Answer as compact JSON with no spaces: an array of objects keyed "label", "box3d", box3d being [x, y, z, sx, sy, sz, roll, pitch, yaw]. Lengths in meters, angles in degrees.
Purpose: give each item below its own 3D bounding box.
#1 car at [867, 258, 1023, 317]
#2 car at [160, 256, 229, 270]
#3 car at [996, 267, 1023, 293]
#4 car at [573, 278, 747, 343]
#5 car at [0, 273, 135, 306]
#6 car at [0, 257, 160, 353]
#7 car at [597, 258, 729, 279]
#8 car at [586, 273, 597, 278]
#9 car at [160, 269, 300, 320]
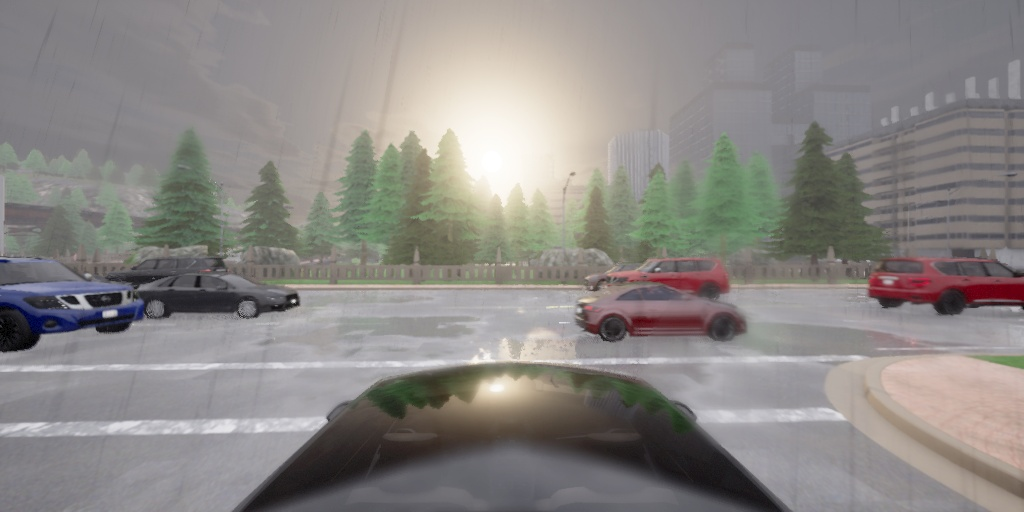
[{"label":"car","box3d":[16.725,1.094,13.485,5.566,2.045,2.150,0,0,-2]},{"label":"car","box3d":[-18.438,1.069,19.336,5.566,2.045,2.150,-1,0,-2]},{"label":"car","box3d":[32.282,1.445,21.216,4.892,1.490,1.837,1,0,-2]},{"label":"car","box3d":[3.756,1.397,9.483,4.181,1.385,1.994,0,0,-2]},{"label":"car","box3d":[-20.023,1.434,15.770,4.718,1.301,1.895,0,0,-2]},{"label":"car","box3d":[-12.332,1.028,8.614,5.566,2.045,2.150,0,0,2]},{"label":"car","box3d":[7.161,1.099,16.821,5.566,2.045,2.150,0,0,-2]},{"label":"car","box3d":[6.340,1.248,20.290,4.553,1.767,2.097,0,0,-2]},{"label":"car","box3d":[-10.077,1.334,12.452,4.892,1.490,1.837,0,0,-2]}]
